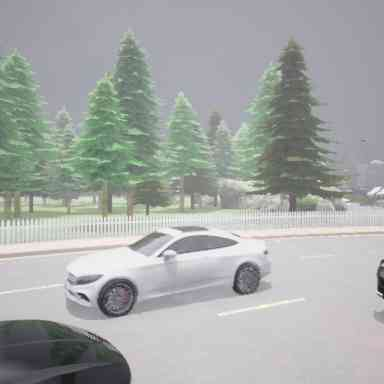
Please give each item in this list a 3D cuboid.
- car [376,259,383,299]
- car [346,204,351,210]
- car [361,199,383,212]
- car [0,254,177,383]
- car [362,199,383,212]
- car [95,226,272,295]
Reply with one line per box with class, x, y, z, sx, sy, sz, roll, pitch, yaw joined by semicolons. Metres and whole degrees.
car;5.653;1.492;6.125;4.902;1.511;2.128;0;0;-23
car;19.290;1.277;45.247;2.150;2.045;5.566;0;0;-4
car;23.056;1.581;41.129;1.812;1.442;4.674;0;0;-4
car;-2.700;1.478;1.637;5.008;1.535;1.882;0;0;-36
car;19.859;1.619;36.075;1.994;1.385;4.181;0;0;-3
car;-0.341;1.526;7.436;4.674;1.442;1.812;0;0;-27
